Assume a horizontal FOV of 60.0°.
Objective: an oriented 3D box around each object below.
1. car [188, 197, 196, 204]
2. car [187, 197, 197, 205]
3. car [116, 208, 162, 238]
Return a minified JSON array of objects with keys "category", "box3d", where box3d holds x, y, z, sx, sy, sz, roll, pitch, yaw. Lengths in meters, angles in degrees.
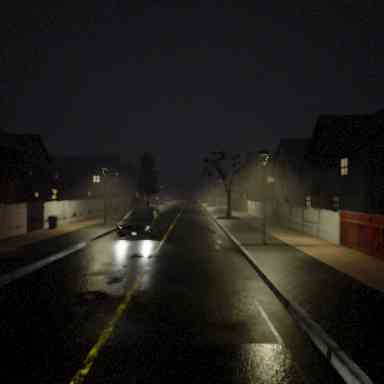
[{"category":"car","box3d":[-0.001,1.982,79.486,2.033,1.411,5.357,0,-1,0]},{"category":"car","box3d":[-0.001,1.797,69.448,2.097,1.767,4.553,0,-1,0]},{"category":"car","box3d":[-2.768,1.627,18.595,2.033,1.411,5.357,0,0,0]}]
